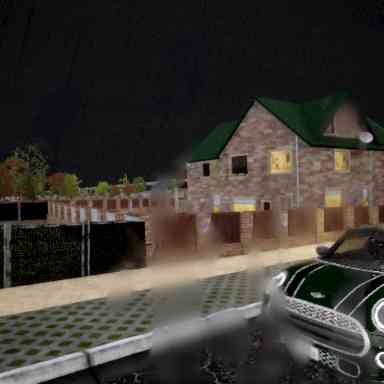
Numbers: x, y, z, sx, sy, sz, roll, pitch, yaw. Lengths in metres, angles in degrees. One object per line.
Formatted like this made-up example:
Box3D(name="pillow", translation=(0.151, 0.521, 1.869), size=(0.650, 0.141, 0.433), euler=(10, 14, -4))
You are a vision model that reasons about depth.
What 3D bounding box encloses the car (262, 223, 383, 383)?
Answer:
Box3D(name="car", translation=(3.245, 1.348, 5.387), size=(4.553, 1.767, 2.097), euler=(0, 0, -35))
